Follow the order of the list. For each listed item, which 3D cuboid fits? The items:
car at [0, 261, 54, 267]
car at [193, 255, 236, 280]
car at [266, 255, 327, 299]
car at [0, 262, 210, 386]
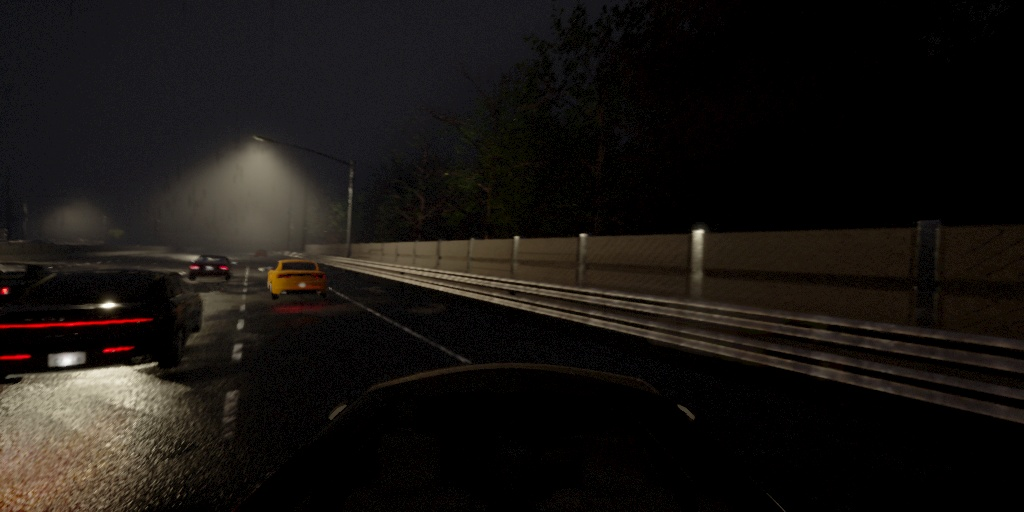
[{"bbox_3d":[-13.777,0.784,9.899,1.895,1.301,4.718,3,0,-36],"label":"car"},{"bbox_3d":[-17.820,0.629,21.390,2.033,1.411,5.357,3,0,-36],"label":"car"},{"bbox_3d":[-9.385,0.898,15.585,1.882,1.535,5.008,3,-1,-36],"label":"car"},{"bbox_3d":[-6.889,0.974,6.380,1.837,1.490,4.892,3,0,-36],"label":"car"}]
